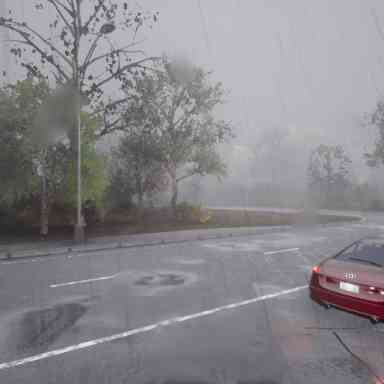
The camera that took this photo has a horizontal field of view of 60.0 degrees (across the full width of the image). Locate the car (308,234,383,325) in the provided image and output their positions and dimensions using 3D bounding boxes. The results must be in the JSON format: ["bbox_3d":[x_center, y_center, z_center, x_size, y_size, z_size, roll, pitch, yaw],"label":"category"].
[{"bbox_3d":[4.275,1.564,6.717,4.181,1.385,1.994,0,0,-35],"label":"car"}]
